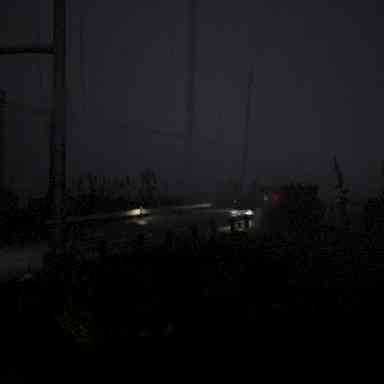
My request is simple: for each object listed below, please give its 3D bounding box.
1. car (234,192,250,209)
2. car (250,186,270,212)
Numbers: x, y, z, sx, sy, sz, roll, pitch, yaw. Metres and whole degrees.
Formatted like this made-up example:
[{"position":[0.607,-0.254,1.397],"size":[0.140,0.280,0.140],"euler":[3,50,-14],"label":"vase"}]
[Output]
[{"position":[5.680,0.740,30.036],"size":[1.837,1.490,4.892],"euler":[0,1,42],"label":"car"},{"position":[7.239,0.507,26.439],"size":[2.150,2.045,5.566],"euler":[0,1,42],"label":"car"}]
